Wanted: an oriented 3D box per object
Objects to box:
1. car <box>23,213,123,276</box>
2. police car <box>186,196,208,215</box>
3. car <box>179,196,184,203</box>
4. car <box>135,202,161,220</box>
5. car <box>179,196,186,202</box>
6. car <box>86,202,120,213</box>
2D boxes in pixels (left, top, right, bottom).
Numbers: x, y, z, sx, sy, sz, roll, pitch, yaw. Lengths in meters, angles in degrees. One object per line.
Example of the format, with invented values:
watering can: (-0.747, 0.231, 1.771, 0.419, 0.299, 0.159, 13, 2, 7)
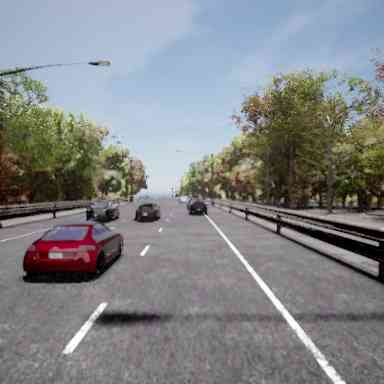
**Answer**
car: (-3.454, 1.583, 10.416, 1.994, 1.385, 4.181, 0, 0, 0)
police car: (0.620, 1.511, 35.313, 1.930, 1.638, 5.238, 0, 0, -1)
car: (-1.622, 1.623, 69.981, 1.812, 1.442, 4.674, 0, 0, -3)
car: (-3.689, 1.588, 28.224, 1.812, 1.442, 4.674, 0, 0, -1)
car: (-2.471, 1.723, 86.376, 1.812, 1.442, 4.674, 0, 0, -3)
car: (-7.171, 1.551, 27.108, 2.128, 1.511, 4.902, 0, 0, -1)
